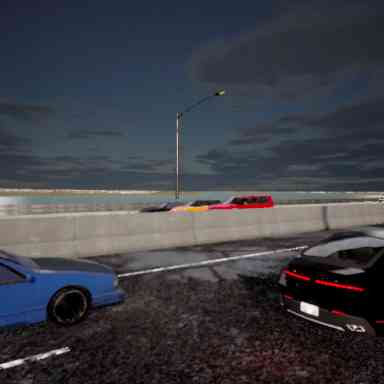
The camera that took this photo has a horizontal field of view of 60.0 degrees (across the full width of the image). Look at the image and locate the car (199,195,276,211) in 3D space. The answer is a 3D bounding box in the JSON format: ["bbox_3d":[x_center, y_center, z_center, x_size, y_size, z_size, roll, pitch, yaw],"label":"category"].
[{"bbox_3d":[3.528,1.225,23.517,5.566,2.045,2.150,0,0,-35],"label":"car"}]

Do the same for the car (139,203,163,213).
[{"bbox_3d":[-1.851,1.544,28.306,5.357,1.411,2.033,0,0,-35],"label":"car"}]

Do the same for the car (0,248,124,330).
[{"bbox_3d":[-3.874,1.547,5.280,5.357,1.411,2.033,0,0,-35],"label":"car"}]

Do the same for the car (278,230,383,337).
[{"bbox_3d":[3.740,1.504,6.396,4.892,1.490,1.837,0,0,-35],"label":"car"}]

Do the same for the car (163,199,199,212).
[{"bbox_3d":[0.495,1.348,25.675,4.553,1.767,2.097,0,0,-35],"label":"car"}]
